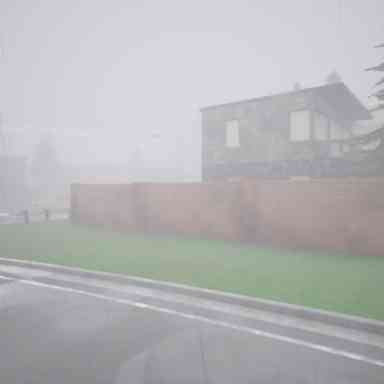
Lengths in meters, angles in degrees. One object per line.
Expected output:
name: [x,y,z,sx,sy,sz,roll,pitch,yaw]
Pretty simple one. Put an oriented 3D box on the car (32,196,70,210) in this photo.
car: [-15.615,1.257,38.034,1.882,1.535,5.008,0,1,37]
